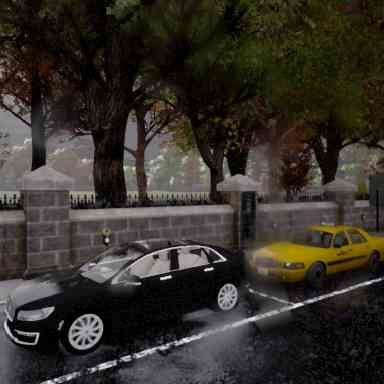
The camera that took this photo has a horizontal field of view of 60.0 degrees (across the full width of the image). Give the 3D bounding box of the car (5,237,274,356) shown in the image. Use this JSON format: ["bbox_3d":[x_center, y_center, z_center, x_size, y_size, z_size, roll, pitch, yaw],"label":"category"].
[{"bbox_3d":[-0.834,1.551,5.970,4.403,1.369,2.008,0,0,-36],"label":"car"}]

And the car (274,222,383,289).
[{"bbox_3d":[3.607,1.526,9.148,4.829,1.417,1.752,0,0,-36],"label":"car"}]
